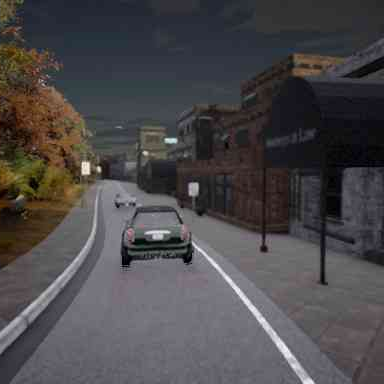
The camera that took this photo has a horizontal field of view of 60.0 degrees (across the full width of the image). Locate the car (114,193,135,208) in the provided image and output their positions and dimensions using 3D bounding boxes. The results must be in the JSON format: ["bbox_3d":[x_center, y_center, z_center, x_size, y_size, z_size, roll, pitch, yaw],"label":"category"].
[{"bbox_3d":[-6.436,0.716,31.965,1.895,1.301,4.718,-1,3,-16],"label":"car"}]

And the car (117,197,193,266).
[{"bbox_3d":[-1.298,1.249,11.506,2.097,1.767,4.553,-1,1,-9],"label":"car"}]
